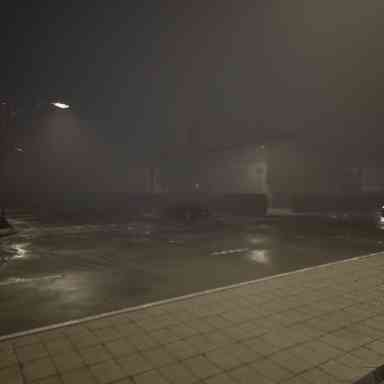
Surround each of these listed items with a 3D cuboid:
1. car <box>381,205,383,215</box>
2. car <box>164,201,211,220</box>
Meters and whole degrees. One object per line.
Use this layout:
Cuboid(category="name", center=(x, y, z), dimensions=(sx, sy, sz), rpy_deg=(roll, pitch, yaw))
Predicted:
Cuboid(category="car", center=(20.141, 1.373, 31.867), dimensions=(4.553, 1.767, 2.097), rpy_deg=(0, 0, -33))
Cuboid(category="car", center=(-0.530, 1.514, 28.596), dimensions=(1.882, 1.535, 5.008), rpy_deg=(-3, 2, -39))
